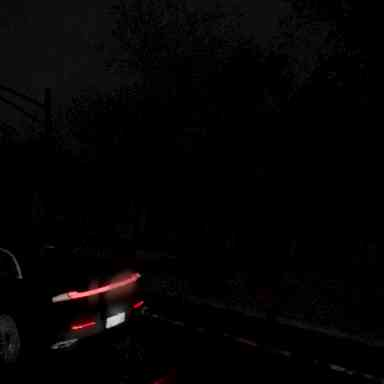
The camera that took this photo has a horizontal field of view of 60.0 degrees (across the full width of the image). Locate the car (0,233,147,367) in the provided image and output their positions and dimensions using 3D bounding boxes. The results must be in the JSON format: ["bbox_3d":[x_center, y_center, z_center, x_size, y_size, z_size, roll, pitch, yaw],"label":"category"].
[{"bbox_3d":[-2.980,1.485,5.801,4.902,1.511,2.128,0,0,35],"label":"car"}]
